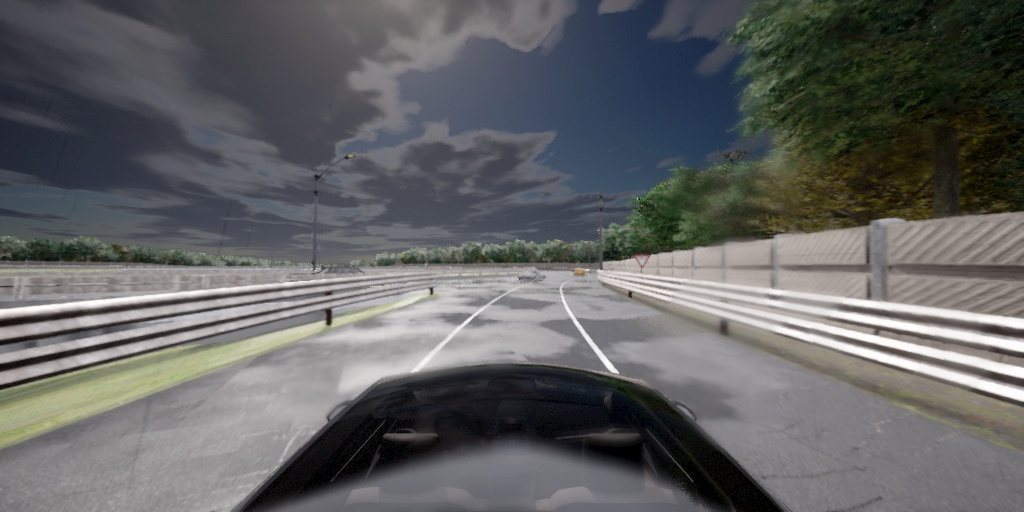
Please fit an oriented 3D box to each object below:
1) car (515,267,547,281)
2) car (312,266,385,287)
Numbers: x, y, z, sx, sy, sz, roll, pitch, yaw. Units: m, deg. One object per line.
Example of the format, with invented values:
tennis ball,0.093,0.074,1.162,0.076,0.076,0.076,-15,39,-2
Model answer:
car,2.530,2.367,43.731,1.895,1.301,4.718,-1,-2,29
car,-11.172,1.505,24.738,2.097,1.767,4.553,-1,-2,41
